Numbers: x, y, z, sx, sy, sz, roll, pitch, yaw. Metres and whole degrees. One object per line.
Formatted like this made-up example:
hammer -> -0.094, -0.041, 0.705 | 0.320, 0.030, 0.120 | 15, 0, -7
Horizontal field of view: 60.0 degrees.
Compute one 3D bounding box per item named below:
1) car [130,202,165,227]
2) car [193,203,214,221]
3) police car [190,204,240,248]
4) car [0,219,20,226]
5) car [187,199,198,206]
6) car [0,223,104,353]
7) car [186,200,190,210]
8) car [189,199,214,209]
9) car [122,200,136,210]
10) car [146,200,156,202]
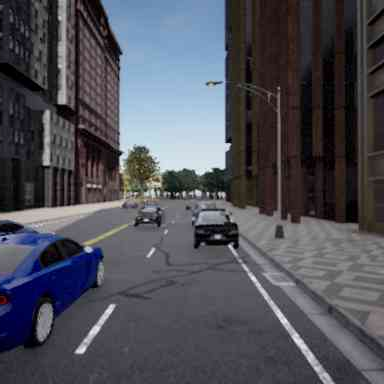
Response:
car -> -3.080, 1.746, 24.785 | 1.812, 1.442, 4.674 | 0, 0, 0
car -> 1.046, 1.801, 31.433 | 1.812, 1.442, 4.674 | 0, 0, 0
police car -> 1.011, 1.562, 15.545 | 1.930, 1.638, 5.238 | 0, -1, 0
car -> -6.574, 1.623, 10.555 | 1.812, 1.442, 4.674 | 0, -1, 0
car -> 0.145, 2.133, 67.329 | 2.033, 1.411, 5.357 | 0, 0, 0
car -> -3.132, 1.537, 6.403 | 1.882, 1.535, 5.008 | 0, -1, 0
car -> 0.110, 2.001, 50.061 | 1.994, 1.385, 4.181 | 0, 0, 0
car -> 1.032, 1.574, 25.406 | 2.097, 1.767, 4.553 | 0, 0, 0
car -> -9.722, 1.990, 52.488 | 1.812, 1.442, 4.674 | 0, 0, 0
car -> -6.474, 1.963, 52.047 | 1.837, 1.490, 4.892 | 0, 0, 0
